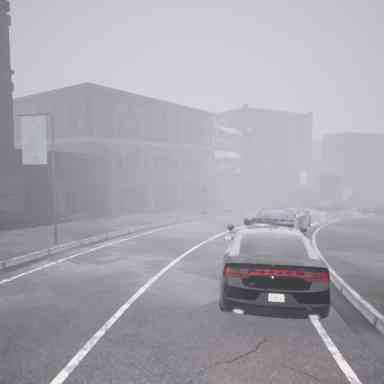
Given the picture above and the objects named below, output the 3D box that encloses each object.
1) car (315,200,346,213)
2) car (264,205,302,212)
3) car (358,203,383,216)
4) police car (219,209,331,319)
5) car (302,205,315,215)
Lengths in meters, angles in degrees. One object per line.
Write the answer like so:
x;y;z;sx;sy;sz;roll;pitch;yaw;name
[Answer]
17.065;1.751;41.099;5.357;1.411;2.033;2;3;-38;car
4.254;1.520;16.688;1.882;1.535;5.008;2;0;21;car
22.470;2.105;40.392;5.357;1.411;2.033;2;3;-32;car
1.743;1.433;7.673;1.930;1.638;5.238;1;0;10;police car
6.613;1.612;21.858;1.812;1.442;4.674;2;1;28;car
